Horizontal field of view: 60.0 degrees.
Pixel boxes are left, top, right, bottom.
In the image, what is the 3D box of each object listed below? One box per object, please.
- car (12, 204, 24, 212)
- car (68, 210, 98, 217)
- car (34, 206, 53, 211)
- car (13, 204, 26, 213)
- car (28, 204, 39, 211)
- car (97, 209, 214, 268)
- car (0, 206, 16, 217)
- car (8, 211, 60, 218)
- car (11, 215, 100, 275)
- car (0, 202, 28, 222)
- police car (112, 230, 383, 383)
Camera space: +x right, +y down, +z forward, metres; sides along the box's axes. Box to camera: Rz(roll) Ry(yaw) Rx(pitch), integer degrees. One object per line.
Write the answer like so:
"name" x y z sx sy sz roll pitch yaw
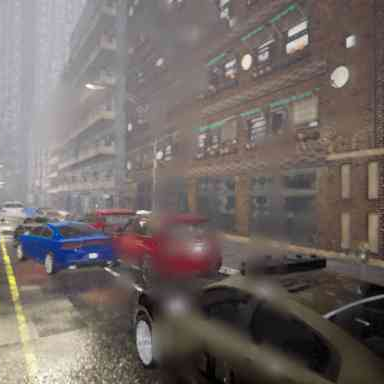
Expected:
"car" -35.397 3.172 67.592 1.752 1.417 4.829 0 -1 -31
"car" -3.928 1.704 15.111 2.192 1.841 5.009 0 -1 -31
"car" -12.573 2.262 29.527 1.752 1.417 4.829 0 -1 -31
"car" -32.456 3.075 62.687 1.887 1.381 4.507 0 -1 -31
"car" -15.339 2.288 34.141 1.967 1.590 4.097 0 -1 -31
"car" -1.075 1.589 10.353 2.192 1.841 5.009 0 -1 -31
"car" -25.820 2.663 46.650 1.812 1.442 4.674 1 -2 -31
"car" -7.666 1.929 16.913 1.837 1.490 4.892 1 -2 -16
"car" -4.586 1.774 11.675 1.882 1.535 5.008 1 -2 -42
"car" -18.998 2.086 35.331 2.150 2.045 5.566 1 -2 -30
"police car" 0.911 1.531 3.678 1.930 1.638 5.238 1 -2 -31
